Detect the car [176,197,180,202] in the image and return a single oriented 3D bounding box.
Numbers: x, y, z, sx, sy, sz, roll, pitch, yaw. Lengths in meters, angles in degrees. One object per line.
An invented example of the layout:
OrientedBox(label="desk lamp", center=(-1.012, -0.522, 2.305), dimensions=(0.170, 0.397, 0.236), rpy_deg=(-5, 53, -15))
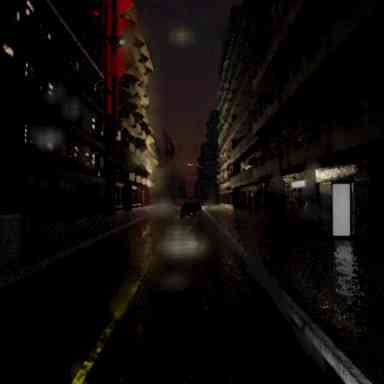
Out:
OrientedBox(label="car", center=(-2.845, 1.934, 78.081), dimensions=(1.882, 1.535, 5.008), rpy_deg=(0, -1, 0))

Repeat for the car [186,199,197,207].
OrientedBox(label="car", center=(-0.069, 1.831, 56.184), dimensions=(1.895, 1.301, 4.718), rpy_deg=(0, -1, 0))

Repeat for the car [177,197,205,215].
OrientedBox(label="car", center=(-0.034, 1.425, 27.663), dimensions=(1.837, 1.490, 4.892), rpy_deg=(0, -1, 0))
